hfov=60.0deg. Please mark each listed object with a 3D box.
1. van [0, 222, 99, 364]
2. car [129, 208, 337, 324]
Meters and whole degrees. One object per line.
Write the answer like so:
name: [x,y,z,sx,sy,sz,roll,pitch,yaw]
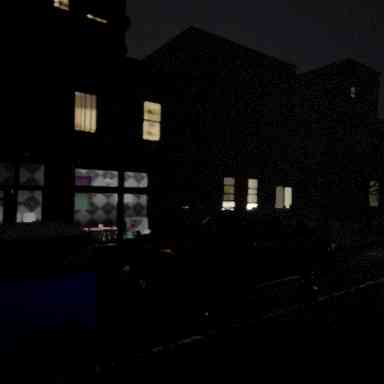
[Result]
van: [-3.229,1.340,4.234,3.998,1.788,1.690,0,1,-35]
car: [1.173,1.328,7.374,5.009,1.841,2.192,0,1,-35]
